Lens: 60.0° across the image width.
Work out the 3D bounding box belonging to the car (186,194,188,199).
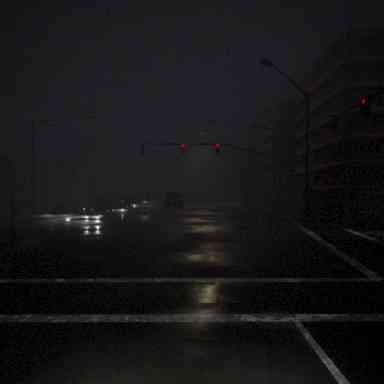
[{"bbox_3d":[-1.911,0.795,70.766,1.812,1.442,4.674,0,1,1],"label":"car"}]

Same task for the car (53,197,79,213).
[{"bbox_3d":[-13.007,1.346,35.324,1.882,1.535,5.008,0,1,1],"label":"car"}]

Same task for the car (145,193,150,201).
[{"bbox_3d":[-9.093,0.947,63.478,2.033,1.411,5.357,0,1,1],"label":"car"}]

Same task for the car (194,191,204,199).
[{"bbox_3d":[1.604,0.556,75.795,2.097,1.767,4.553,0,1,1],"label":"car"}]

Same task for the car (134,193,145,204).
[{"bbox_3d":[-9.280,1.132,52.943,2.033,1.411,5.357,0,1,1],"label":"car"}]

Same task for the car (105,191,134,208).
[{"bbox_3d":[-9.402,1.106,43.299,2.097,1.767,4.553,0,1,1],"label":"car"}]

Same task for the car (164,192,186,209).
[{"bbox_3d":[-2.218,1.002,41.342,2.150,2.045,5.566,0,1,1],"label":"car"}]

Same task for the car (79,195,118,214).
[{"bbox_3d":[-9.519,1.369,34.257,2.128,1.511,4.902,0,1,1],"label":"car"}]

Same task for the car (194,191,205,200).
[{"bbox_3d":[1.574,0.855,65.405,2.128,1.511,4.902,0,1,1],"label":"car"}]
